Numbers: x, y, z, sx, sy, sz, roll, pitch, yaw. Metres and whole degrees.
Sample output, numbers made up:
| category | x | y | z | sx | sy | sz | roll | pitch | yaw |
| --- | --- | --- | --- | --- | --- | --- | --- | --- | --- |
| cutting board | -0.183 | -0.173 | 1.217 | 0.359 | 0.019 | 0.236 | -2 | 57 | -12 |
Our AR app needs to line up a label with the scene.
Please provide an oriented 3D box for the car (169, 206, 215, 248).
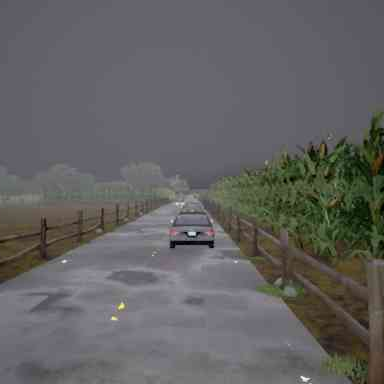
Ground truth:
| category | x | y | z | sx | sy | sz | roll | pitch | yaw |
| --- | --- | --- | --- | --- | --- | --- | --- | --- | --- |
| car | 0.000 | 1.571 | 14.651 | 2.033 | 1.411 | 5.357 | 0 | 0 | 0 |

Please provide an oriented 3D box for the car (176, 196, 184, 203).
| category | x | y | z | sx | sy | sz | roll | pitch | yaw |
| --- | --- | --- | --- | --- | --- | --- | --- | --- | --- |
| car | -2.750 | 1.645 | 75.932 | 2.128 | 1.511 | 4.902 | 0 | 0 | 0 |

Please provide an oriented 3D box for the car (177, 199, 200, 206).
| category | x | y | z | sx | sy | sz | roll | pitch | yaw |
| --- | --- | --- | --- | --- | --- | --- | --- | --- | --- |
| car | 0.000 | 1.598 | 29.651 | 2.033 | 1.411 | 5.357 | 0 | 0 | 0 |
